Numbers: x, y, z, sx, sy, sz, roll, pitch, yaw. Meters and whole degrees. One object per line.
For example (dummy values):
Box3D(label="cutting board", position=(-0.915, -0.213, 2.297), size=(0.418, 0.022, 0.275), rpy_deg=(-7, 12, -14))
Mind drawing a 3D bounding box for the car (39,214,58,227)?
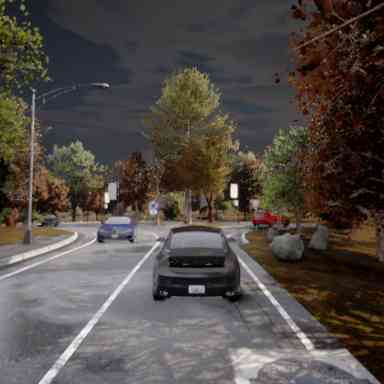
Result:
Box3D(label="car", position=(-17.782, 3.552, 41.359), size=(1.837, 1.490, 4.892), rpy_deg=(0, -4, -25))

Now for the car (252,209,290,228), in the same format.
Box3D(label="car", position=(9.016, 3.021, 37.873), size=(2.150, 2.045, 5.566), rpy_deg=(-4, -5, 43))

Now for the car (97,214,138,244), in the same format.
Box3D(label="car", position=(-4.068, 2.040, 18.813), size=(1.812, 1.442, 4.674), rpy_deg=(1, -3, -6))

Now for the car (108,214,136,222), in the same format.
Box3D(label="car", position=(-13.073, 4.854, 62.096), size=(4.892, 1.490, 1.837), rpy_deg=(2, -5, -33))

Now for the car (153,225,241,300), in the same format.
Box3D(label="car", position=(0.107, 1.621, 8.602), size=(1.837, 1.490, 4.892), rpy_deg=(0, -1, 0))
